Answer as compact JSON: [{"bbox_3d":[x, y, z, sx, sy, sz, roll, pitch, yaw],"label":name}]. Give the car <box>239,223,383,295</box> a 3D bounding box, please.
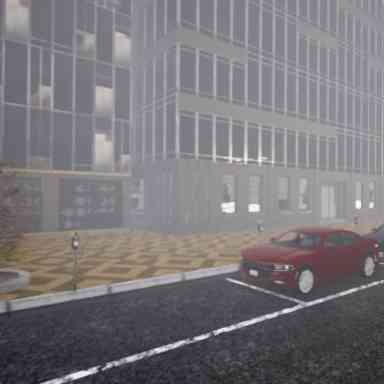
[{"bbox_3d":[3.236,1.610,8.876,4.507,1.381,1.887,1,0,-36],"label":"car"}]
